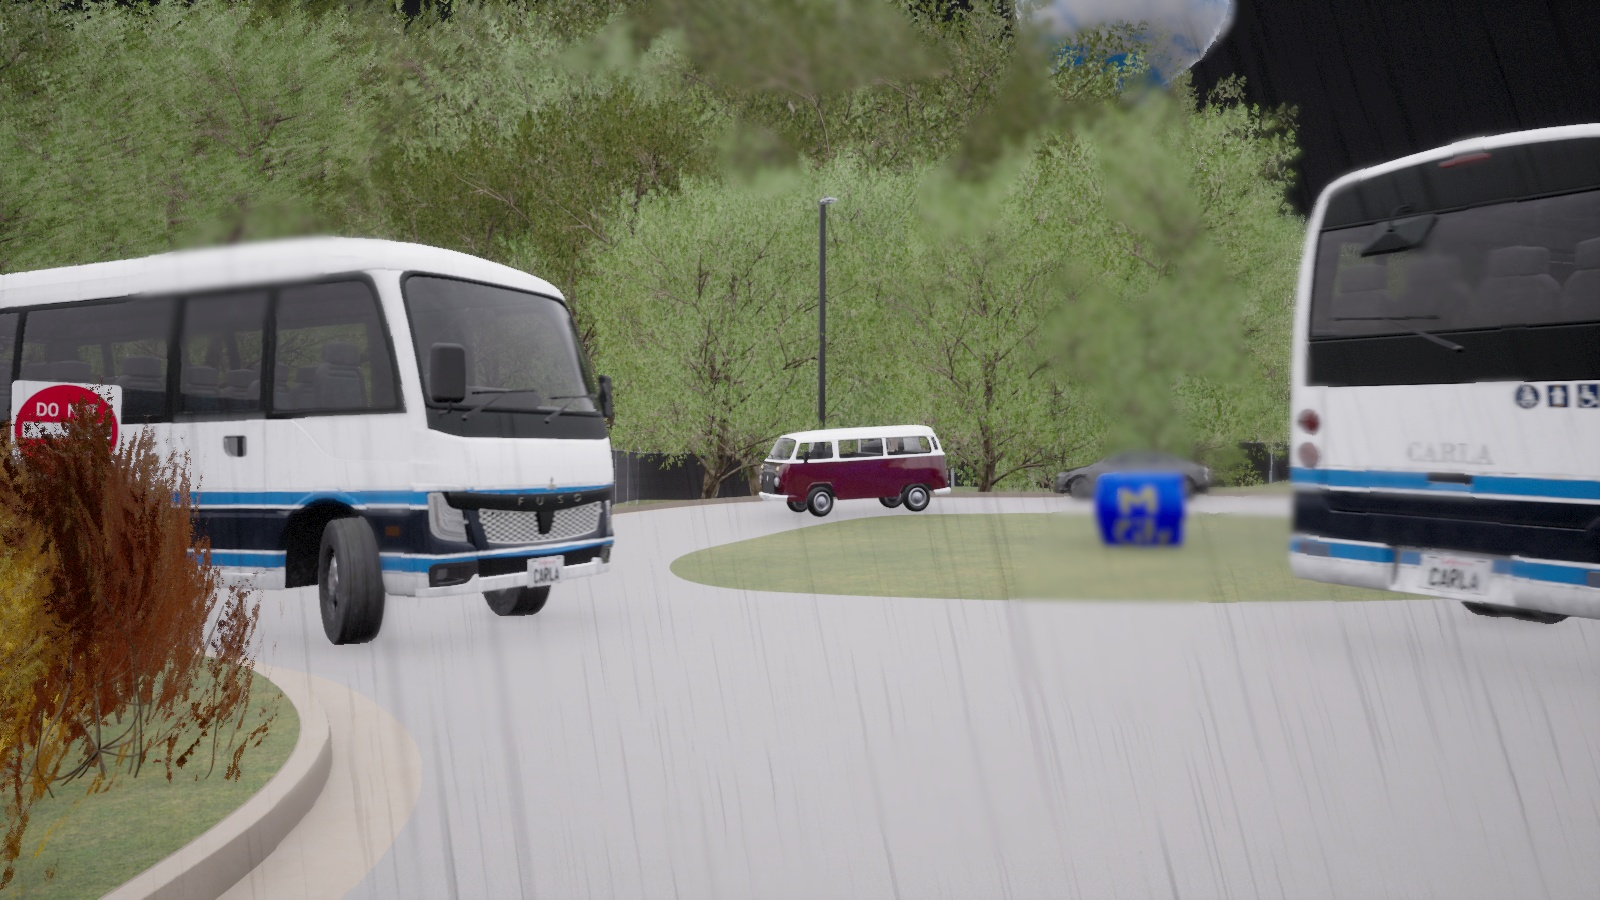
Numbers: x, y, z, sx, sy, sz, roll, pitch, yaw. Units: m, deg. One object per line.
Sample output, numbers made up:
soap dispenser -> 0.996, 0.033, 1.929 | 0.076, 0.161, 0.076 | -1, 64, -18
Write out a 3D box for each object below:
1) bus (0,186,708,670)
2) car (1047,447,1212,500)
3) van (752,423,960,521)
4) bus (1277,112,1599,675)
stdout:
bus -> -6.600, -0.067, 14.985 | 10.273, 4.253, 3.944 | -2, -1, 25
car -> 9.025, 0.631, 34.379 | 4.181, 1.385, 1.994 | -1, 0, 20
van -> 1.338, 0.468, 30.275 | 4.480, 2.038, 2.069 | -3, 2, -19
bus -> 10.017, -0.570, 12.865 | 10.273, 4.253, 3.944 | -2, 2, -30
